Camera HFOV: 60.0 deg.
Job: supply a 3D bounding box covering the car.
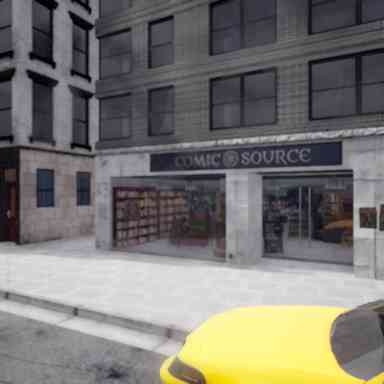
[{"bbox_3d":[2.307,1.464,2.530,5.366,1.575,1.801,0,0,28],"label":"car"}]
